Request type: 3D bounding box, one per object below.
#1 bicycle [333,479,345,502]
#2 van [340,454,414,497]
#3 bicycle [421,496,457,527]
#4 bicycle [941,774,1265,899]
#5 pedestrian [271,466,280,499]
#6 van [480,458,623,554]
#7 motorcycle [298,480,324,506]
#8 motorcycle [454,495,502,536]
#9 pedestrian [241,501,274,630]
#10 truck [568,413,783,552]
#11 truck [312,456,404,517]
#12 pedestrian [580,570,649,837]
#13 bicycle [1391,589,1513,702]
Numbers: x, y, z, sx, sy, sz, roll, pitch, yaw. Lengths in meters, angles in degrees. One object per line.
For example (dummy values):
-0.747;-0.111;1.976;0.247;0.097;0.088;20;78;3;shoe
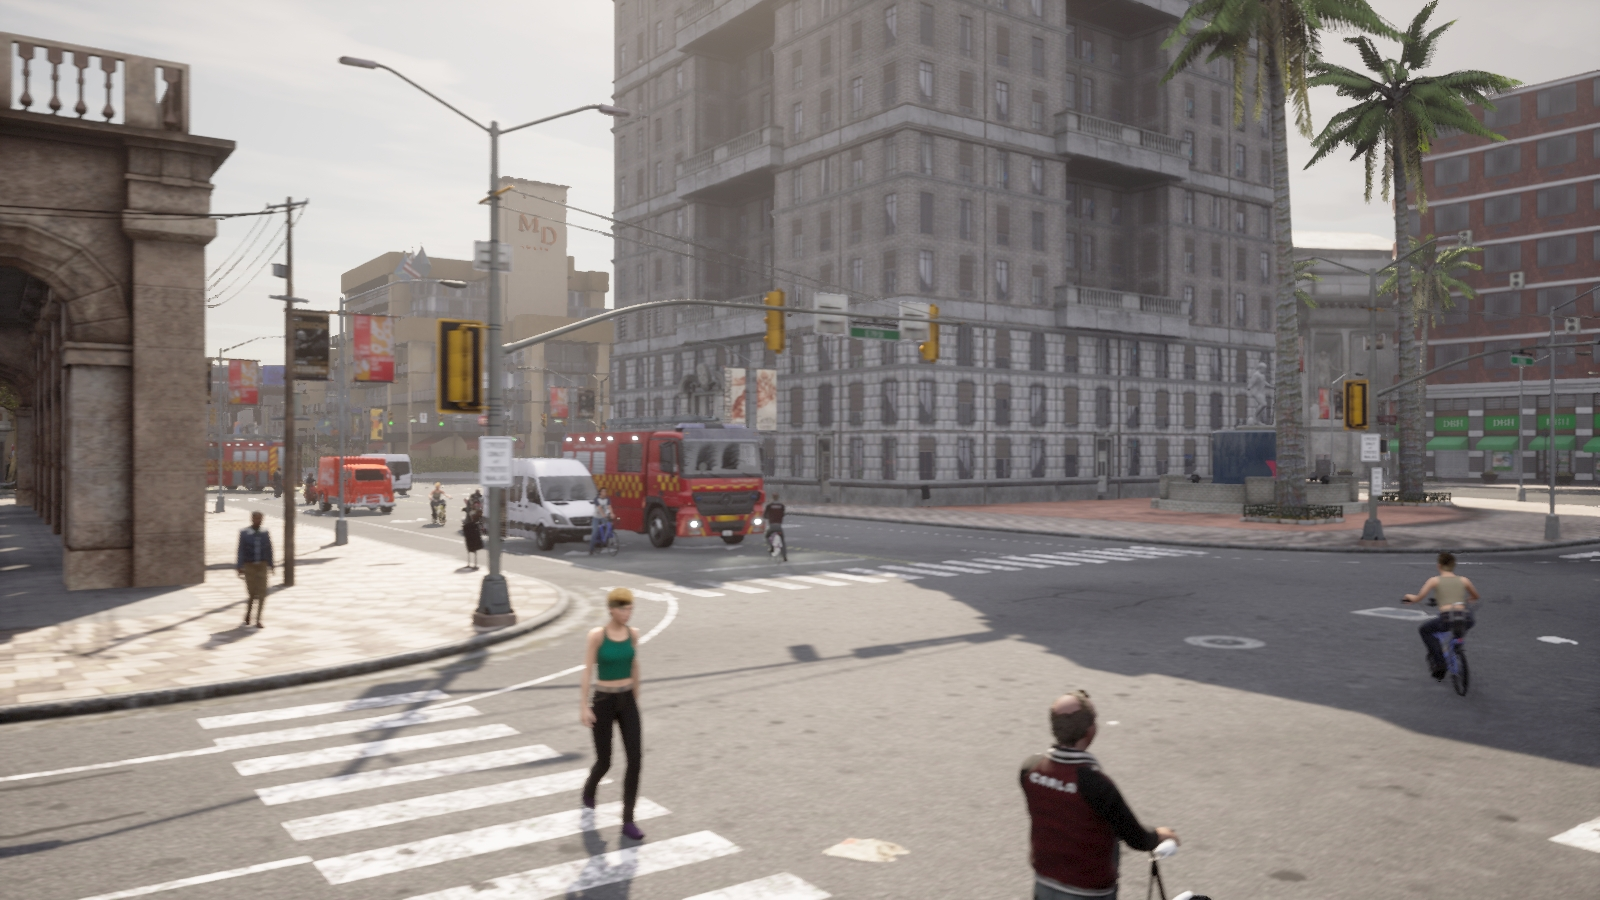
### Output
-25.216;2.207;62.529;0.329;1.171;1.835;0;0;-13;bicycle
-26.183;1.531;70.615;1.988;2.561;5.915;0;0;-45;van
-13.295;2.254;42.051;0.859;1.080;1.487;0;0;-35;bicycle
1.395;2.210;5.024;1.835;1.171;0.329;0;0;-38;bicycle
-29.978;1.845;65.291;0.375;1.860;0.375;0;0;-36;pedestrian
-7.482;1.532;33.828;1.988;2.561;5.915;0;0;-35;van
-24.987;2.180;58.382;0.856;1.236;1.805;0;0;-36;motorcycle
-10.935;2.203;38.716;0.867;1.251;2.209;0;0;-35;motorcycle
-8.055;1.695;16.955;0.375;1.860;0.375;0;0;-38;pedestrian
-4.122;0.888;35.561;2.891;3.827;8.468;0;0;-35;truck
-19.946;1.551;51.440;2.627;2.467;5.204;0;1;-36;truck
-1.376;1.848;8.460;0.375;1.860;0.375;0;0;-36;pedestrian
7.614;2.254;13.413;0.859;1.080;1.487;-2;-1;15;bicycle
